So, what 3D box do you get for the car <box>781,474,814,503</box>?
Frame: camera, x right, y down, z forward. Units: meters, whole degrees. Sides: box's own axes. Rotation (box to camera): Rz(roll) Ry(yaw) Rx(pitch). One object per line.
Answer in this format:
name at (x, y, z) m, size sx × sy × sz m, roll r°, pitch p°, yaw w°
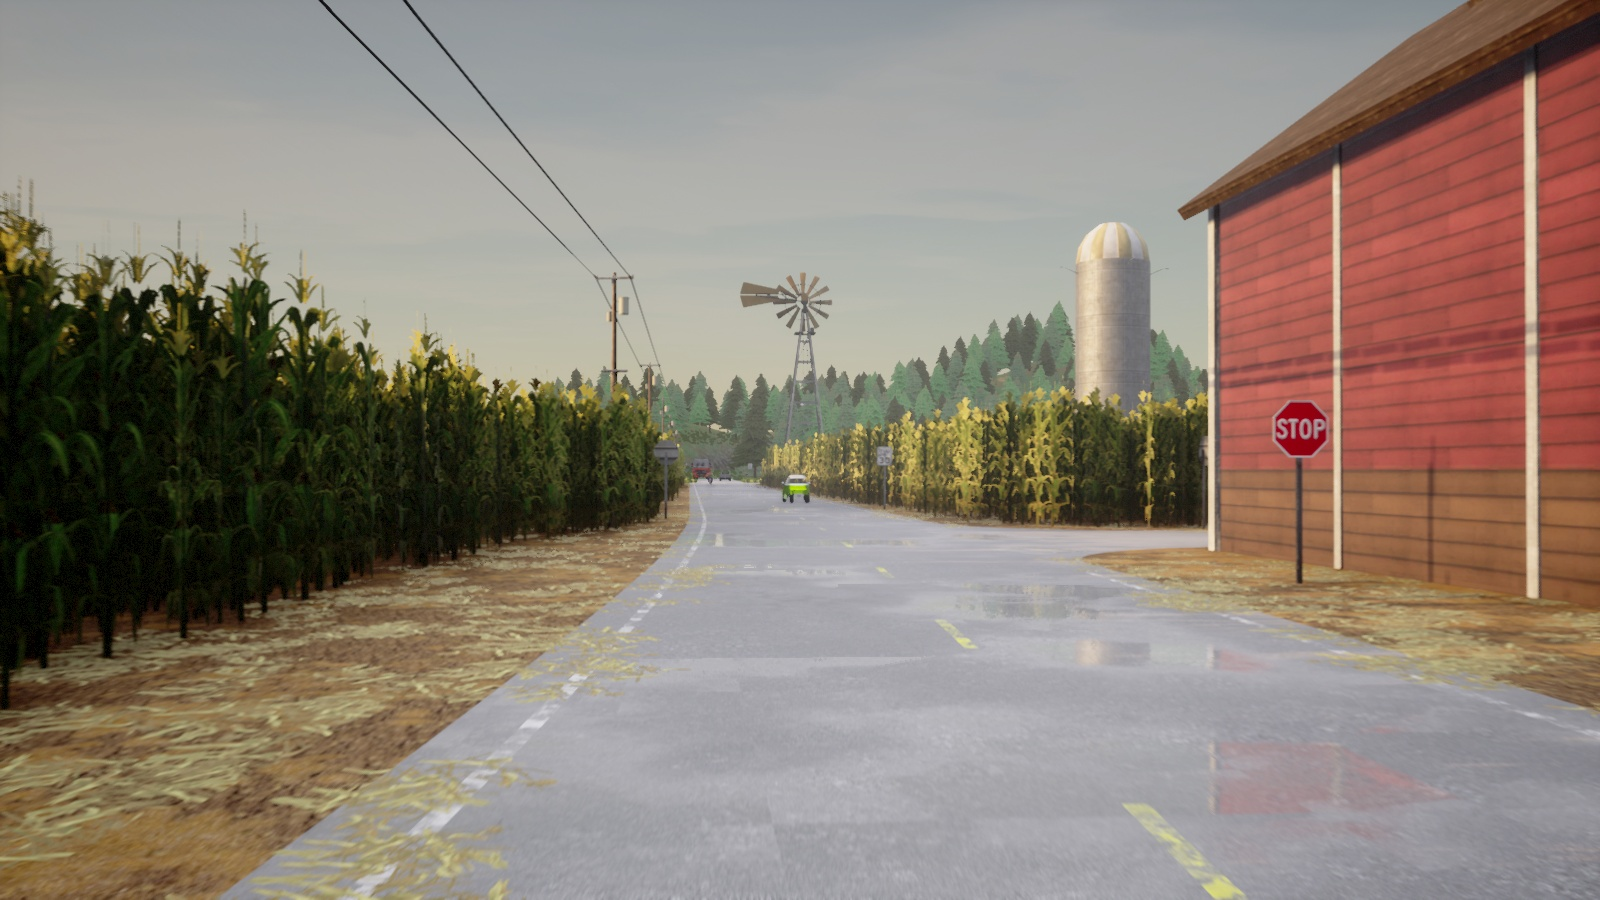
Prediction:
car at (-0.137, 1.915, 62.436) m, size 1.481 × 1.376 × 2.207 m, roll 0°, pitch -1°, yaw -5°
